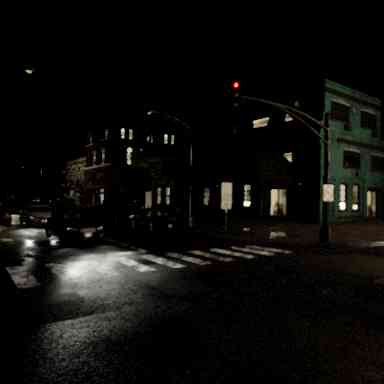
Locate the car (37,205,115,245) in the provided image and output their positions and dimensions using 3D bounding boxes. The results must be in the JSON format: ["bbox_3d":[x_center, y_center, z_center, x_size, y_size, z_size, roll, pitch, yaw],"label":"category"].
[{"bbox_3d":[-5.848,1.596,16.316,2.128,1.511,4.902,2,-1,-35],"label":"car"}]

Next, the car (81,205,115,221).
[{"bbox_3d":[-8.811,1.912,30.969,1.802,1.307,4.206,2,-1,-35],"label":"car"}]

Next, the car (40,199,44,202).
[{"bbox_3d":[-19.003,1.856,45.546,1.967,1.590,4.097,2,-1,-35],"label":"car"}]

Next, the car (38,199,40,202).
[{"bbox_3d":[-25.367,1.910,54.641,1.967,1.590,4.097,2,-1,-35],"label":"car"}]

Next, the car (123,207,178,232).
[{"bbox_3d":[-2.567,1.827,21.960,2.008,1.369,4.403,2,-1,-35],"label":"car"}]

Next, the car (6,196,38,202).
[{"bbox_3d":[-16.942,1.417,32.348,2.150,2.045,5.566,2,-1,-35],"label":"car"}]

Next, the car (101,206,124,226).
[{"bbox_3d":[-5.689,1.869,26.466,1.947,1.339,4.313,2,-1,-35],"label":"car"}]

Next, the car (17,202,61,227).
[{"bbox_3d":[-11.145,1.675,23.961,1.812,1.442,4.674,2,-1,-35],"label":"car"}]

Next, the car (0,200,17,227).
[{"bbox_3d":[-13.389,1.516,22.420,1.967,1.590,4.097,2,-1,-35],"label":"car"}]

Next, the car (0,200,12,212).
[{"bbox_3d":[-25.898,1.844,45.420,1.837,1.490,4.892,2,-1,-35],"label":"car"}]

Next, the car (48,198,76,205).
[{"bbox_3d":[-15.812,1.704,41.004,2.192,1.841,5.009,2,-1,-35],"label":"car"}]

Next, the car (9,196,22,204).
[{"bbox_3d":[-41.173,1.925,77.456,2.192,1.841,5.009,2,-1,-35],"label":"car"}]
